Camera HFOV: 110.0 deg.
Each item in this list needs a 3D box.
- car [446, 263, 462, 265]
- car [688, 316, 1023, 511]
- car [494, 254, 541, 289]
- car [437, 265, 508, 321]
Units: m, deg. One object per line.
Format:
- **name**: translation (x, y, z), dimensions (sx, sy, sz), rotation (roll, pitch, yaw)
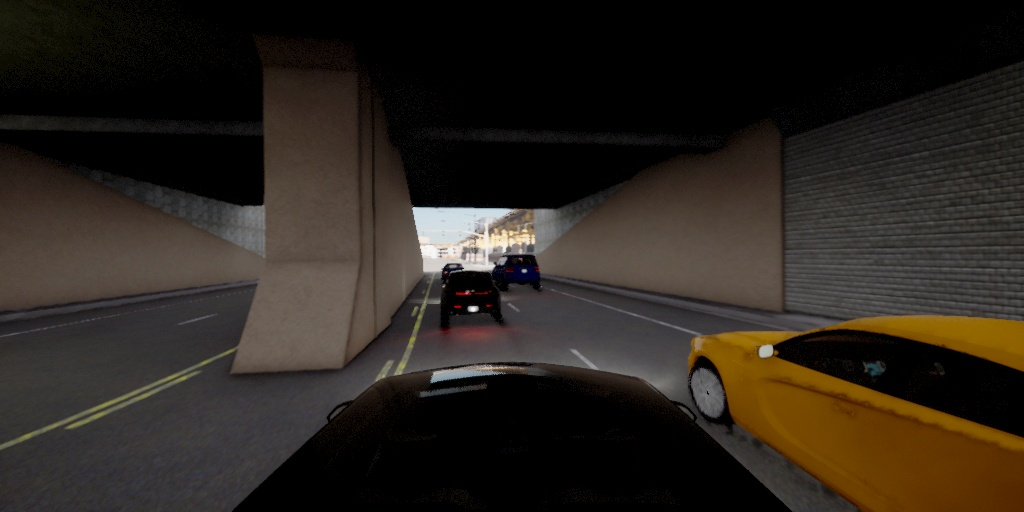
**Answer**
- **car**: translation (-4.769, 1.280, 29.337), dimensions (2.033, 1.411, 5.357), rotation (-1, 0, -11)
- **car**: translation (3.286, 1.193, 2.672), dimensions (1.882, 1.535, 5.008), rotation (0, 0, -2)
- **car**: translation (0.167, 0.921, 22.453), dimensions (2.150, 2.045, 5.566), rotation (-1, 0, -11)
- **car**: translation (-1.520, 1.245, 12.561), dimensions (1.837, 1.490, 4.892), rotation (0, 0, -10)
